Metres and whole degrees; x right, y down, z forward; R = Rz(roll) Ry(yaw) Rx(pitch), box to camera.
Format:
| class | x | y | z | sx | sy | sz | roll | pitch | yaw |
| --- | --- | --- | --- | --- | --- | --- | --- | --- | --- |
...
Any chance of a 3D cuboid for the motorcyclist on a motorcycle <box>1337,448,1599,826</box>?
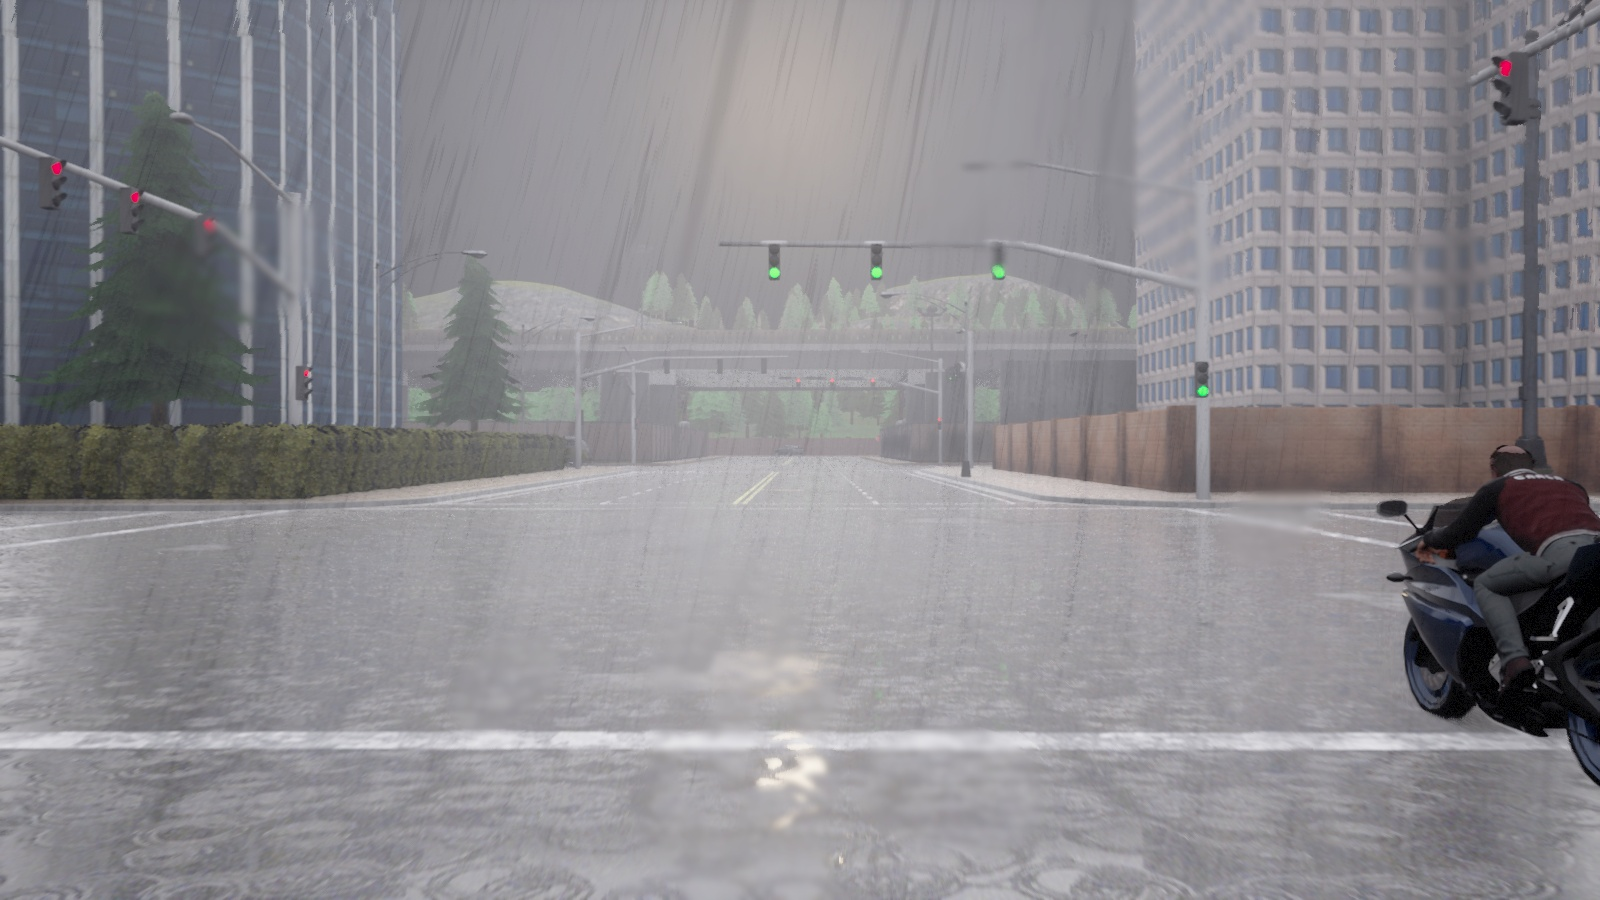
| class | x | y | z | sx | sy | sz | roll | pitch | yaw |
| --- | --- | --- | --- | --- | --- | --- | --- | --- | --- |
| motorcyclist on a motorcycle | 3.551 | 0.761 | 6.197 | 0.866 | 1.530 | 2.191 | 0 | 0 | 0 |

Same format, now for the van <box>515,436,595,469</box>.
| class | x | y | z | sx | sy | sz | roll | pitch | yaw |
| --- | --- | --- | --- | --- | --- | --- | --- | --- | --- |
| van | -14.816 | 0.138 | 76.077 | 4.442 | 1.987 | 1.775 | 0 | 0 | 2 |
